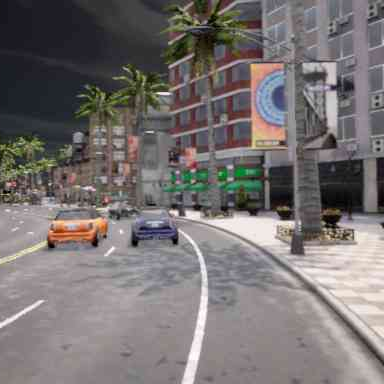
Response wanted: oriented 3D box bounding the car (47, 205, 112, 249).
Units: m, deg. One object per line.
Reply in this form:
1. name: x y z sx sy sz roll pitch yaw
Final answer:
1. car: -5.362 1.552 16.101 2.097 1.767 4.553 -1 -1 -8

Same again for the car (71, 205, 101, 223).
1. car: -9.918 1.982 30.941 1.895 1.301 4.718 -1 0 -26

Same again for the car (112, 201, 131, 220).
1. car: -6.772 1.680 32.461 2.097 1.767 4.553 -1 -1 -26

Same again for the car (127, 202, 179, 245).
1. car: -1.894 1.489 16.560 2.097 1.767 4.553 -1 -1 -8
